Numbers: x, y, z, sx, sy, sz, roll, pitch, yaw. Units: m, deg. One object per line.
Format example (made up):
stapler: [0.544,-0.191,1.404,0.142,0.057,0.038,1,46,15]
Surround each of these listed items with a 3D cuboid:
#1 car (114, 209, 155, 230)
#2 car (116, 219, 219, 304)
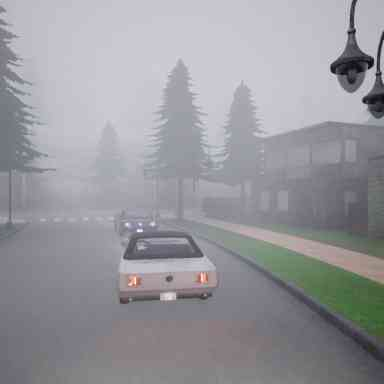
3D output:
car: [-3.196,1.601,18.253,1.895,1.301,4.718,0,0,-18]
car: [-0.805,1.601,8.204,1.895,1.301,4.718,0,0,-10]
